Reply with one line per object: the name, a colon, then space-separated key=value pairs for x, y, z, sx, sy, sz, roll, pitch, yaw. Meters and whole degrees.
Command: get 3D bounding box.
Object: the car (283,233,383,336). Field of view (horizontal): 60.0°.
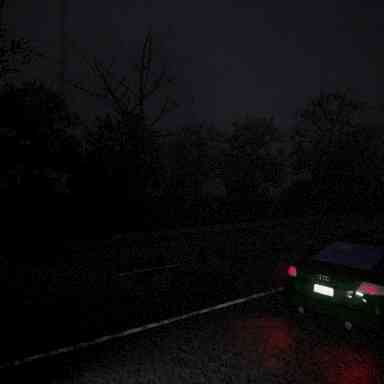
car: x=3.713 y=1.499 z=6.458 sx=4.181 sy=1.385 sz=1.994 roll=-1 pitch=1 yaw=-36
